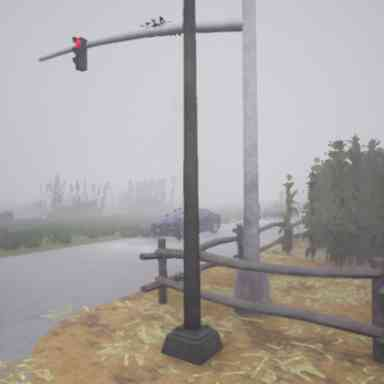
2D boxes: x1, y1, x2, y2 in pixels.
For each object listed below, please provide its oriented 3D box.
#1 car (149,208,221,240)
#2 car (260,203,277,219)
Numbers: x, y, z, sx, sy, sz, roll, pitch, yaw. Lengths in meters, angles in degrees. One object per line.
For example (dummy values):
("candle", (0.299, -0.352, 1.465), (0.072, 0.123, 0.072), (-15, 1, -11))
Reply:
("car", (-0.254, 1.617, 18.385), (1.882, 1.535, 5.008), (-1, -1, 35))
("car", (7.986, 1.694, 30.155), (2.033, 1.411, 5.357), (-1, -1, 35))
